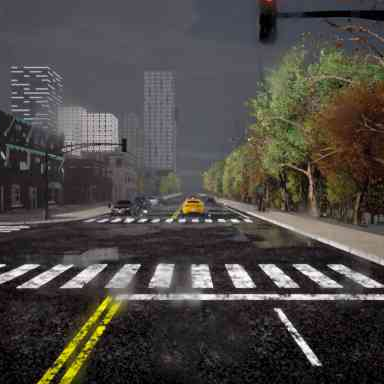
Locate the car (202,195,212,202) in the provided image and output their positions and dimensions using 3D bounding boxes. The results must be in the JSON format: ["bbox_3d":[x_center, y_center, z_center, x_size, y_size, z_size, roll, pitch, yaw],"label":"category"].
[{"bbox_3d":[3.328,1.510,74.422,2.033,1.411,5.357,0,0,0],"label":"car"}]

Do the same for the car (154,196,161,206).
[{"bbox_3d":[-6.532,1.506,53.050,1.812,1.442,4.674,0,0,0],"label":"car"}]

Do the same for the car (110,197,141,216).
[{"bbox_3d":[-6.561,1.516,32.564,1.812,1.442,4.674,0,0,0],"label":"car"}]

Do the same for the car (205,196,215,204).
[{"bbox_3d":[3.410,1.523,63.768,2.033,1.411,5.357,0,0,0],"label":"car"}]

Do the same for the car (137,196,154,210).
[{"bbox_3d":[-6.548,1.337,42.757,2.097,1.767,4.553,0,0,0],"label":"car"}]

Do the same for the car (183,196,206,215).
[{"bbox_3d":[0.134,1.467,33.499,1.882,1.535,5.008,0,0,0],"label":"car"}]

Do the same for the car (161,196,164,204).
[{"bbox_3d":[-6.484,1.467,63.493,2.128,1.511,4.902,0,0,1],"label":"car"}]
